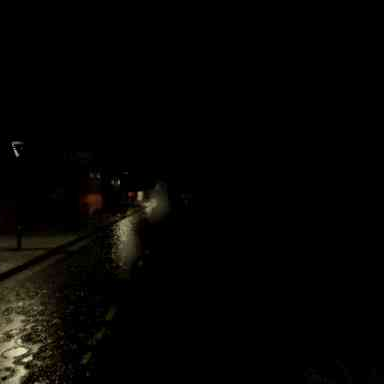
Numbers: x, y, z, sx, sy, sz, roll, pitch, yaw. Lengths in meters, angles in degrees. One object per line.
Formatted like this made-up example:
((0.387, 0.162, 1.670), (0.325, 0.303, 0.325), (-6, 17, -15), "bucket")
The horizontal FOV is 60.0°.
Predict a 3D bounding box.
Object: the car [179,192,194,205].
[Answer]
((-0.802, 1.019, 45.248), (1.812, 1.442, 4.674), (-1, 1, -1), "car")

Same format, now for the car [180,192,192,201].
((-1.168, 0.803, 62.041), (2.128, 1.511, 4.902), (-1, 1, -1), "car")
